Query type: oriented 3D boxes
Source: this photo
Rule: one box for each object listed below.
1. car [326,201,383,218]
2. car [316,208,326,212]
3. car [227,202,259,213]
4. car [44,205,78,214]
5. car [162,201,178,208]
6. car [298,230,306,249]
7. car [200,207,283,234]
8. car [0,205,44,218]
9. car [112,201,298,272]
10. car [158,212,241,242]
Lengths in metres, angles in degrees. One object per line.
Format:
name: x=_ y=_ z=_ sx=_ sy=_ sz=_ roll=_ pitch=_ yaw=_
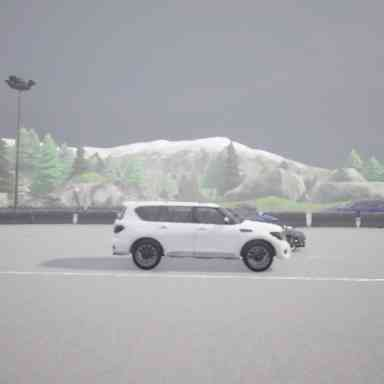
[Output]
car: x=17.341 y=1.912 z=34.482 sx=5.566 sy=2.045 sz=2.150 roll=1 pitch=-1 yaw=4
car: x=16.765 y=2.233 z=38.013 sx=4.902 sy=1.511 sz=2.128 roll=0 pitch=0 yaw=4
car: x=7.988 y=2.428 z=52.122 sx=4.674 sy=1.442 sz=1.812 roll=1 pitch=0 yaw=40
car: x=-16.659 y=2.246 z=40.086 sx=5.357 sy=1.411 sz=2.033 roll=-1 pitch=-1 yaw=4
car: x=-4.582 y=2.607 z=68.872 sx=1.812 sy=1.442 sz=4.674 roll=2 pitch=-3 yaw=-25
car: x=2.625 y=1.742 z=14.151 sx=4.181 sy=1.385 sz=1.994 roll=0 pitch=-1 yaw=4
car: x=3.026 y=1.792 z=21.140 sx=5.008 sy=1.535 sz=1.882 roll=0 pitch=-1 yaw=4
car: x=-19.503 y=2.190 z=36.756 sx=4.892 sy=1.490 sz=1.837 roll=-1 pitch=-1 yaw=4
car: x=0.245 y=1.319 z=10.795 sx=5.566 sy=2.045 sz=2.150 roll=0 pitch=-1 yaw=3
car: x=0.404 y=1.797 z=17.795 sx=4.181 sy=1.385 sz=1.994 roll=0 pitch=-1 yaw=4
